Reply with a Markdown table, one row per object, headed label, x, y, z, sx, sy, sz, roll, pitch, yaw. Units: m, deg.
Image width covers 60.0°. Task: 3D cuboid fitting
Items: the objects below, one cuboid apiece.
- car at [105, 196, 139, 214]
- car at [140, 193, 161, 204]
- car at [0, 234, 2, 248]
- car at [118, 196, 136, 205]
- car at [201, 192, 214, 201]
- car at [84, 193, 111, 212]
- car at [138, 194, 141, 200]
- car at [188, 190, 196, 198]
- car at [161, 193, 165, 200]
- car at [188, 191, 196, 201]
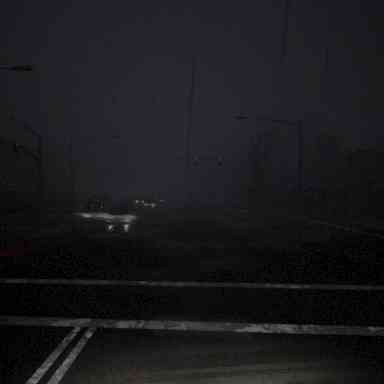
| label | x | y | z | sx | sy | sz | roll | pitch | yaw |
| --- | --- | --- | --- | --- | --- | --- | --- | --- | --- |
| car | -7.142 | 1.434 | 34.455 | 1.882 | 1.535 | 5.008 | 0 | 0 | 0 |
| car | -7.155 | 1.271 | 57.686 | 2.033 | 1.411 | 5.357 | 0 | 1 | 0 |
| car | -7.110 | 1.491 | 8.822 | 2.128 | 1.511 | 4.902 | 0 | 0 | 0 |
| car | -10.657 | 1.364 | 54.857 | 1.895 | 1.301 | 4.718 | 0 | 1 | 0 |
| car | 3.488 | 1.106 | 70.209 | 1.895 | 1.301 | 4.718 | 0 | 1 | 0 |
| car | -10.646 | 1.158 | 38.503 | 2.150 | 2.045 | 5.566 | 0 | 0 | 0 |
| car | -10.585 | 1.071 | 69.593 | 1.994 | 1.385 | 4.181 | 0 | 1 | 0 |
| car | -0.108 | 0.504 | 87.758 | 2.097 | 1.767 | 4.553 | 0 | 1 | 0 |
| car | -7.090 | 0.979 | 73.559 | 2.033 | 1.411 | 5.357 | 0 | 1 | 0 |
| car | 0.015 | 1.067 | 69.538 | 2.033 | 1.411 | 5.357 | 0 | 1 | 0 |
